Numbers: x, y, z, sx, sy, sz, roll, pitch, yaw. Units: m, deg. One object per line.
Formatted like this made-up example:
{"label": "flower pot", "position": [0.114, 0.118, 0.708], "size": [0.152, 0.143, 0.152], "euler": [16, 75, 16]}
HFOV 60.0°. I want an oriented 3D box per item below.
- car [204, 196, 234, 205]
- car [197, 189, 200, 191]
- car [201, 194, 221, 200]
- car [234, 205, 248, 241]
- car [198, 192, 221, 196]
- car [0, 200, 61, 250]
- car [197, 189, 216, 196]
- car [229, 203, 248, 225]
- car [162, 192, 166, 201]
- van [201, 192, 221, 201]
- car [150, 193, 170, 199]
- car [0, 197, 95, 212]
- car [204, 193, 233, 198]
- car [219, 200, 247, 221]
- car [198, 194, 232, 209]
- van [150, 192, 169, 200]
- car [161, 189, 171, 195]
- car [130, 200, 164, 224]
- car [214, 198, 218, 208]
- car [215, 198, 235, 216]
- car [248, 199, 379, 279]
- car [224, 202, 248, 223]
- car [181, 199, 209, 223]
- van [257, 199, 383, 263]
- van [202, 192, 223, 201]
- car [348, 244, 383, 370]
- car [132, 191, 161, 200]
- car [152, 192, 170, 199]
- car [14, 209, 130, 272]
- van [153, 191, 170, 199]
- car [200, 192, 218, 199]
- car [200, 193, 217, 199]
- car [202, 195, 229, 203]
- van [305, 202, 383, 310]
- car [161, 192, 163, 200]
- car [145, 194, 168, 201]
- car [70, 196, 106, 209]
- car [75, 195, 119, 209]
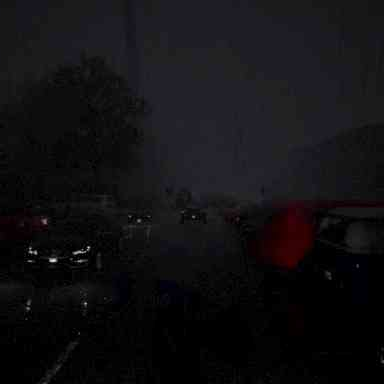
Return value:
{"label": "car", "position": [4.359, 1.314, 54.372], "size": [4.674, 1.452, 2.002], "euler": [0, 0, 0]}
{"label": "car", "position": [4.441, 0.670, 93.945], "size": [5.566, 2.045, 2.435], "euler": [0, 1, 0]}
{"label": "car", "position": [4.428, 1.234, 79.817], "size": [4.674, 1.452, 2.002], "euler": [0, 1, 0]}
{"label": "car", "position": [4.548, 1.481, 14.436], "size": [4.892, 1.521, 2.231], "euler": [0, 0, 0]}
{"label": "car", "position": [4.191, 1.259, 60.024], "size": [5.366, 1.575, 1.946], "euler": [0, 0, 0]}
{"label": "car", "position": [-8.507, 1.354, 14.433], "size": [4.553, 1.767, 2.185], "euler": [0, 0, 0]}
{"label": "car", "position": [4.428, 0.994, 68.500], "size": [5.566, 2.045, 2.435], "euler": [0, 0, 0]}
{"label": "car", "position": [4.571, 1.509, 17.220], "size": [4.792, 1.488, 2.163], "euler": [0, 0, 0]}
{"label": "car", "position": [-8.192, 1.251, 65.668], "size": [4.892, 1.521, 2.231], "euler": [0, 0, 0]}
{"label": "van", "position": [4.306, 0.999, 76.857], "size": [4.442, 1.987, 1.878], "euler": [0, 0, 0]}
{"label": "car", "position": [-8.157, 1.118, 85.456], "size": [4.792, 1.488, 2.163], "euler": [0, 1, 0]}
{"label": "car", "position": [-8.570, 1.353, 19.878], "size": [4.553, 1.767, 2.185], "euler": [0, 0, 0]}
{"label": "car", "position": [4.324, 1.309, 51.545], "size": [4.792, 1.488, 2.163], "euler": [0, 0, 0]}
{"label": "car", "position": [4.513, 1.508, 22.786], "size": [4.792, 1.488, 2.163], "euler": [0, 0, 0]}
{"label": "car", "position": [2.899, 1.366, 42.651], "size": [1.837, 1.490, 4.892], "euler": [3, 0, -19]}
{"label": "van", "position": [-8.016, 0.918, 82.625], "size": [4.442, 1.987, 1.878], "euler": [0, 1, 0]}
{"label": "car", "position": [-8.133, 0.982, 74.014], "size": [5.566, 2.045, 2.435], "euler": [0, 0, 0]}
{"label": "car", "position": [-3.544, 1.546, 25.054], "size": [2.033, 1.411, 5.357], "euler": [0, 0, 1]}
{"label": "car", "position": [4.527, 1.518, 28.211], "size": [4.674, 1.452, 2.002], "euler": [-1, 0, 0]}
{"label": "car", "position": [4.727, 1.475, 25.569], "size": [5.366, 1.575, 1.946], "euler": [0, 0, 0]}
{"label": "car", "position": [4.569, 1.229, 8.870], "size": [5.566, 2.045, 2.435], "euler": [0, 0, 0]}
{"label": "car", "position": [4.539, 1.519, 20.003], "size": [4.674, 1.452, 2.002], "euler": [0, 0, 0]}
{"label": "car", "position": [0.109, 1.524, 25.318], "size": [1.812, 1.442, 4.674], "euler": [0, 0, 0]}
{"label": "van", "position": [4.657, 1.254, 11.529], "size": [4.442, 1.987, 1.878], "euler": [0, 0, 0]}
{"label": "van", "position": [4.291, 1.013, 71.326], "size": [4.442, 1.987, 1.878], "euler": [0, 0, 0]}
{"label": "car", "position": [4.547, 1.482, 3.303], "size": [4.892, 1.521, 2.231], "euler": [0, 0, 0]}
{"label": "car", "position": [-8.179, 1.142, 57.196], "size": [4.553, 1.767, 2.185], "euler": [0, 0, 0]}
{"label": "car", "position": [-8.086, 0.909, 88.150], "size": [4.553, 1.767, 2.185], "euler": [0, 1, 0]}
{"label": "car", "position": [-3.514, 1.507, 10.873], "size": [1.837, 1.490, 4.892], "euler": [0, -1, 0]}
{"label": "van", "position": [-8.226, 0.751, 91.095], "size": [4.442, 1.987, 1.878], "euler": [0, 1, 0]}
{"label": "car", "position": [4.422, 0.906, 88.298], "size": [4.553, 1.767, 2.185], "euler": [0, 1, 0]}
{"label": "car", "position": [4.459, 1.016, 91.126], "size": [4.674, 1.452, 2.002], "euler": [0, 1, 0]}
{"label": "car", "position": [4.389, 1.256, 62.850], "size": [5.008, 1.535, 2.097], "euler": [0, 0, 0]}
{"label": "van", "position": [4.657, 1.255, 6.087], "size": [4.442, 1.987, 1.878], "euler": [0, 0, 0]}
{"label": "car", "position": [-8.198, 1.262, 59.896], "size": [5.008, 1.535, 2.097], "euler": [0, 0, 0]}
{"label": "car", "position": [-8.147, 1.224, 76.849], "size": [5.008, 1.535, 2.097], "euler": [0, 0, 0]}
{"label": "car", "position": [-8.569, 1.353, 22.663], "size": [4.553, 1.767, 2.185], "euler": [0, 0, 0]}
{"label": "car", "position": [-8.507, 1.352, 28.359], "size": [4.553, 1.767, 2.185], "euler": [0, 0, 0]}
